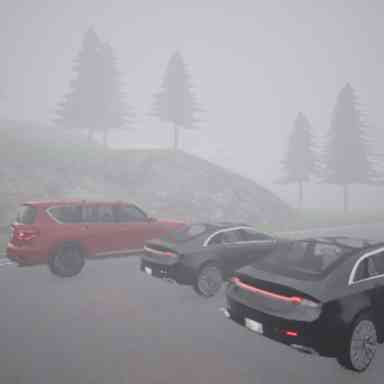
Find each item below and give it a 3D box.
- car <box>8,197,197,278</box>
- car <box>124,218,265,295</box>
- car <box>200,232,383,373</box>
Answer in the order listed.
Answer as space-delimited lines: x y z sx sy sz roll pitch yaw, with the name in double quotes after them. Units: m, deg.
-2.626 1.255 10.472 5.566 2.045 2.150 0 0 -35 "car"
1.004 1.541 8.765 4.902 1.511 2.128 0 0 -35 "car"
2.777 1.538 5.732 4.902 1.511 2.128 0 0 -35 "car"
